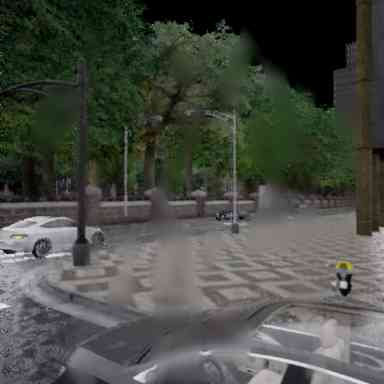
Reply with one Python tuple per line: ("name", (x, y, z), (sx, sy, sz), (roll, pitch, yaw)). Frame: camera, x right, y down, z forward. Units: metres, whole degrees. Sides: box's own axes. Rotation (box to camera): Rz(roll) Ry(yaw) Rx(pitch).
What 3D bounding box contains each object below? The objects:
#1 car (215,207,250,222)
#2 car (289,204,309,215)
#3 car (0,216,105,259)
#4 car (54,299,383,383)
("car", (4.006, 2.176, 32.521), (1.994, 1.385, 4.181), (0, -1, 35))
("car", (15.720, 2.573, 48.876), (1.837, 1.490, 4.892), (0, -1, 35))
("car", (-5.561, 1.699, 13.448), (1.812, 1.442, 4.674), (-1, -2, 26))
("car", (0.737, 1.550, 2.440), (4.403, 1.369, 2.008), (0, 0, 36))
